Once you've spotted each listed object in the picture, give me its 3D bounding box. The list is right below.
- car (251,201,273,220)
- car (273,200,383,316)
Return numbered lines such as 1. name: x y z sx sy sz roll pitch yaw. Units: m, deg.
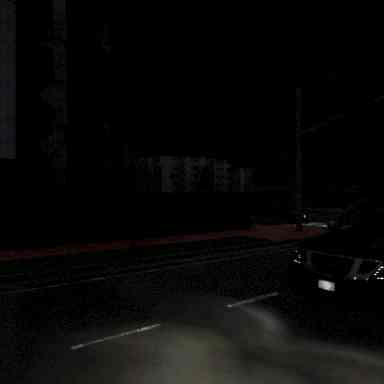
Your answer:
1. car: 6.688 1.492 26.003 2.128 1.511 4.902 0 0 -36
2. car: 4.516 1.221 7.222 5.566 2.045 2.150 0 0 -36
